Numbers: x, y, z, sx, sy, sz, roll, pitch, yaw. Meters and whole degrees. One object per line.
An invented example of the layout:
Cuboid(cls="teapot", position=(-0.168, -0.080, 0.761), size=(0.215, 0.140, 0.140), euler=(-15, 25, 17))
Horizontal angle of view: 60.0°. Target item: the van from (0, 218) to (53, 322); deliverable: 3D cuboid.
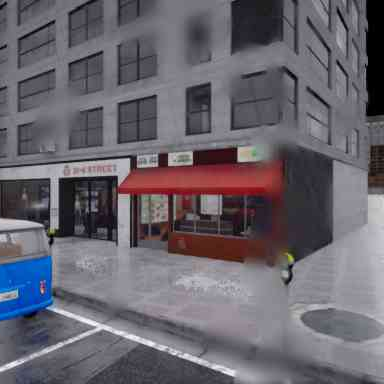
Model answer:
Cuboid(cls="van", position=(-4.280, 1.340, 6.130), size=(3.998, 1.788, 1.690), euler=(0, 0, 35))
